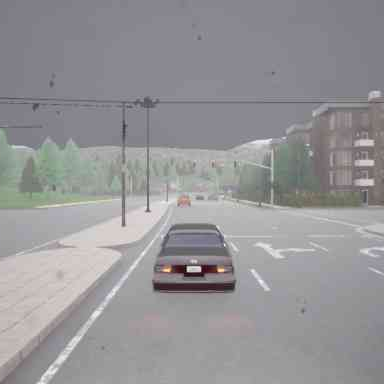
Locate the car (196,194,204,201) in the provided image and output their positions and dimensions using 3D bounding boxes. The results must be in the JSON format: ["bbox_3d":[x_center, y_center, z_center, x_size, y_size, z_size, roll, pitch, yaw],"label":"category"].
[{"bbox_3d":[2.043,1.477,85.582,1.882,1.535,5.008,0,0,0],"label":"car"}]

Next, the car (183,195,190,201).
[{"bbox_3d":[-1.457,1.523,85.546,1.812,1.442,4.674,0,0,0],"label":"car"}]

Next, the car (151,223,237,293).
[{"bbox_3d":[0.048,1.547,8.975,2.033,1.411,5.357,0,0,0],"label":"car"}]

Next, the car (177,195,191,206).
[{"bbox_3d":[-1.317,1.352,54.721,2.097,1.767,4.553,0,0,-1],"label":"car"}]

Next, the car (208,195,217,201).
[{"bbox_3d":[5.543,1.539,85.587,2.033,1.411,5.357,0,0,0],"label":"car"}]
